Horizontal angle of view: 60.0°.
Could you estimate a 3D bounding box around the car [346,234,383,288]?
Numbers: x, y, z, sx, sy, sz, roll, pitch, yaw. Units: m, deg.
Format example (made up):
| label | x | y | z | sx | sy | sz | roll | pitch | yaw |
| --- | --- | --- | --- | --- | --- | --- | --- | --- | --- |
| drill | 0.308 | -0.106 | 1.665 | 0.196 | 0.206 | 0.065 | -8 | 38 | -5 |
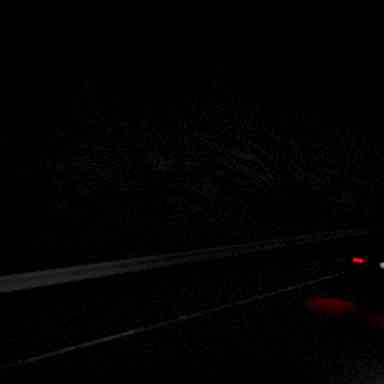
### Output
| label | x | y | z | sx | sy | sz | roll | pitch | yaw |
| --- | --- | --- | --- | --- | --- | --- | --- | --- | --- |
| car | 5.925 | 1.548 | 8.281 | 5.357 | 1.411 | 2.033 | 0 | 0 | -38 |
